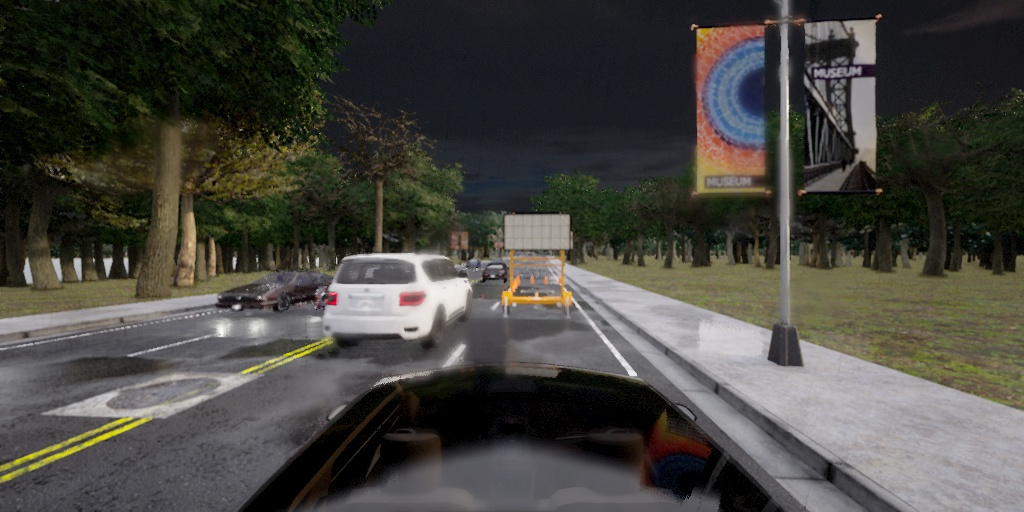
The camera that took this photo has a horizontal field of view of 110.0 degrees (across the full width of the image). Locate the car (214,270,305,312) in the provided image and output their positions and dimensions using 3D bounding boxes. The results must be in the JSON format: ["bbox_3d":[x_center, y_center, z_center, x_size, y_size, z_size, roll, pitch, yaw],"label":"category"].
[{"bbox_3d":[-8.862,1.290,14.432,2.033,1.411,5.357,0,0,4],"label":"car"}]

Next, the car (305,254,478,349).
[{"bbox_3d":[-2.508,0.969,9.317,2.150,2.045,5.566,0,0,4],"label":"car"}]

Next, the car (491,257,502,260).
[{"bbox_3d":[-2.438,1.006,56.013,2.097,1.767,4.553,0,0,5],"label":"car"}]

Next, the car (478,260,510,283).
[{"bbox_3d":[-1.162,1.250,27.667,1.812,1.442,4.674,0,0,4],"label":"car"}]

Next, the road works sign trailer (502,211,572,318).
[{"bbox_3d":[0.903,0.209,12.951,2.380,3.560,2.880,0,0,4],"label":"road works sign trailer"}]
